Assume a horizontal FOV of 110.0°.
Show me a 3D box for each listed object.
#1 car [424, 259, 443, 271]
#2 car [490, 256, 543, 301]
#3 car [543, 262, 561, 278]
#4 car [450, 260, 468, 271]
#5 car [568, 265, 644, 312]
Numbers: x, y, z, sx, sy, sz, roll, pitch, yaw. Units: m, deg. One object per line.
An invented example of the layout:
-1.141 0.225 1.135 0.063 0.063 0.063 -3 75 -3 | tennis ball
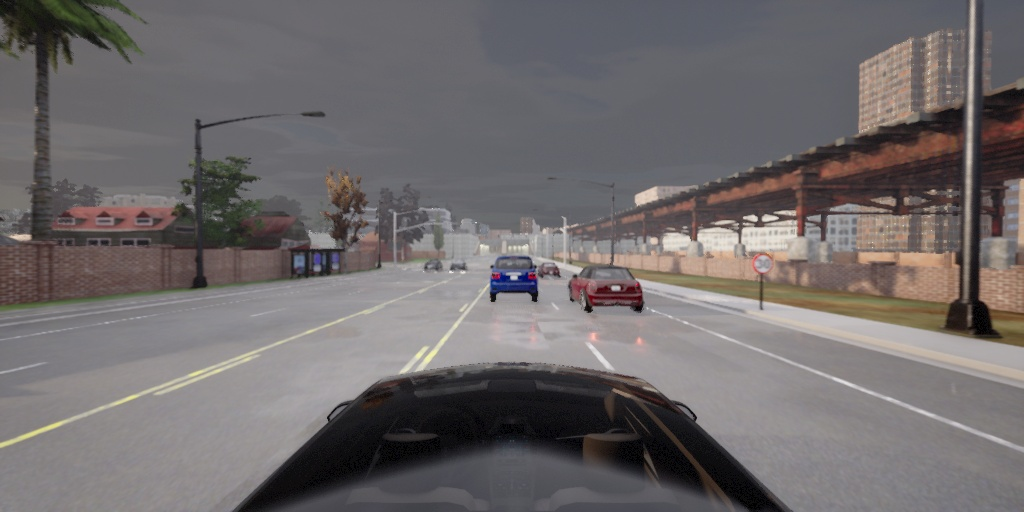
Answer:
-10.540 1.217 48.375 2.128 1.511 4.902 0 0 0 | car
0.088 1.021 17.690 2.150 2.045 5.566 0 -1 0 | car
3.575 1.325 35.005 1.812 1.442 4.674 0 0 0 | car
-7.044 1.252 47.897 1.812 1.442 4.674 0 0 0 | car
3.589 1.142 14.510 2.097 1.767 4.553 0 0 0 | car
